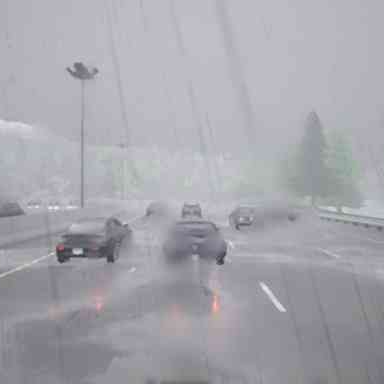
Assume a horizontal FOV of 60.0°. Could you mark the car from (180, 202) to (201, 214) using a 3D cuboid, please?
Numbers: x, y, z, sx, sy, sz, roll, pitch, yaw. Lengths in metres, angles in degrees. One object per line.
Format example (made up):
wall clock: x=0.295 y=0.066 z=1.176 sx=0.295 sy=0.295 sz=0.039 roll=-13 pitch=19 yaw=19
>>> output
car: x=-0.124 y=1.716 z=33.588 sx=2.128 sy=1.511 sz=4.902 roll=0 pitch=0 yaw=-2

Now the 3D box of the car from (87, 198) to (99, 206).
car: x=-19.336 y=1.953 z=65.165 sx=1.812 sy=1.442 sz=4.674 roll=0 pitch=0 yaw=-16

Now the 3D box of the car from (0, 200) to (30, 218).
car: x=-14.148 y=1.513 z=24.229 sx=2.097 sy=1.767 sz=4.553 roll=0 pitch=0 yaw=-1

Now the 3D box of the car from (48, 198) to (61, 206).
car: x=-26.125 y=1.935 z=63.425 sx=2.128 sy=1.511 sz=4.902 roll=0 pitch=0 yaw=-16

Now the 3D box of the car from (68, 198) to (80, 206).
car: x=-22.787 y=1.939 z=64.478 sx=2.128 sy=1.511 sz=4.902 roll=0 pitch=0 yaw=-16

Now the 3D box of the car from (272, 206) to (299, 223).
car: x=7.069 y=1.782 z=27.027 sx=1.895 sy=1.301 sz=4.718 roll=0 pitch=0 yaw=-1

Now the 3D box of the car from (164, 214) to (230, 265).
car: x=0.101 y=1.682 z=12.029 sx=1.895 sy=1.301 sz=4.718 roll=0 pitch=0 yaw=0

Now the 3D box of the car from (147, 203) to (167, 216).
car: x=-3.713 y=1.799 z=35.203 sx=1.994 sy=1.385 sz=4.181 roll=0 pitch=0 yaw=-3

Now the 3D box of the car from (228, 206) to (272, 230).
car: x=3.598 y=1.698 z=22.488 sx=2.033 sy=1.411 sz=5.357 roll=0 pitch=0 yaw=0

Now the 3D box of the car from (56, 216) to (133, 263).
car: x=-3.400 y=1.607 z=12.199 sx=1.812 sy=1.442 sz=4.674 roll=0 pitch=0 yaw=0

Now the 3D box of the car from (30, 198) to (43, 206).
car: x=-29.780 y=1.916 z=63.452 sx=2.033 sy=1.411 sz=5.357 roll=0 pitch=0 yaw=-16
